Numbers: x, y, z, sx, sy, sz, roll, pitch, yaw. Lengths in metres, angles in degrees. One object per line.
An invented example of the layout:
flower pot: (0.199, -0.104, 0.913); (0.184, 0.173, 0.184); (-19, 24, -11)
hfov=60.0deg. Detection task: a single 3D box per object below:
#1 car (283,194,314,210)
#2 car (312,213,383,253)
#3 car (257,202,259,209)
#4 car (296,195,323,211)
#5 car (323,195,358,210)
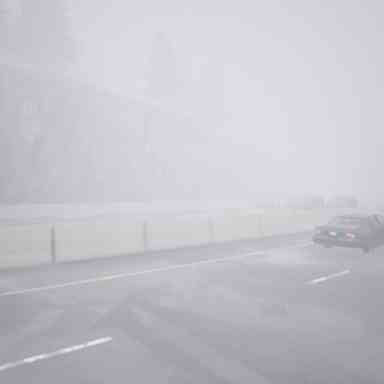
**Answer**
car: (14.969, 1.382, 46.576); (2.150, 2.045, 5.566); (0, 0, 41)
car: (7.140, 1.599, 13.951); (5.357, 1.411, 2.033); (0, 0, -40)
car: (10.387, 1.714, 46.675); (1.994, 1.385, 4.181); (0, 0, 41)
car: (14.470, 1.359, 40.727); (2.150, 2.045, 5.566); (0, 0, 42)
car: (17.826, 1.362, 39.223); (2.150, 2.045, 5.566); (0, 0, 42)
